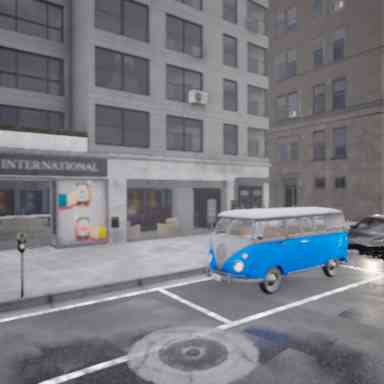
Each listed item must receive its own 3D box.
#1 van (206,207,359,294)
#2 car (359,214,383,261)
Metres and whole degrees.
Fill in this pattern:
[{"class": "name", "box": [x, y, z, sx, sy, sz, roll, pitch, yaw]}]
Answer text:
[{"class": "van", "box": [2.235, 1.291, 8.356, 3.998, 1.788, 1.690, -1, 0, -35]}, {"class": "car", "box": [6.784, 1.473, 11.600, 4.313, 1.339, 1.947, -1, 0, -35]}]
